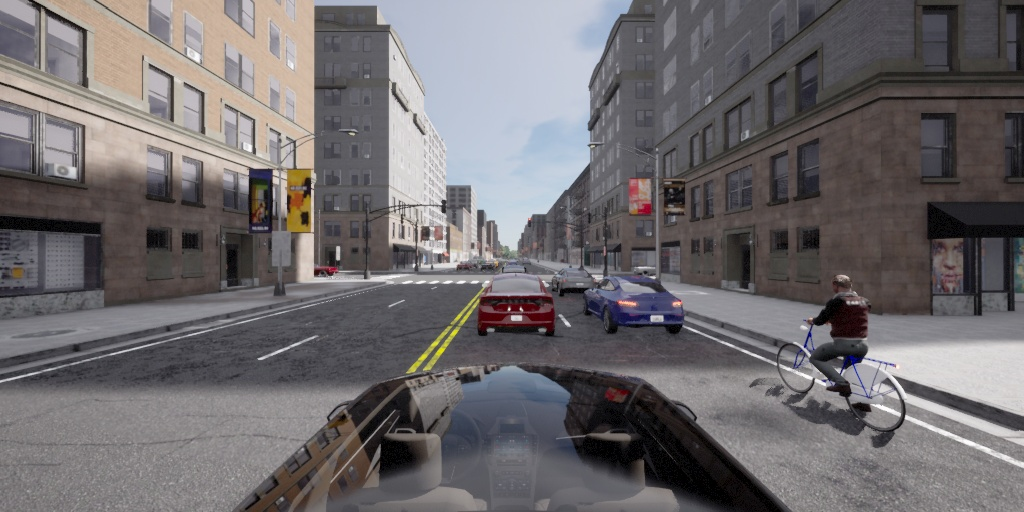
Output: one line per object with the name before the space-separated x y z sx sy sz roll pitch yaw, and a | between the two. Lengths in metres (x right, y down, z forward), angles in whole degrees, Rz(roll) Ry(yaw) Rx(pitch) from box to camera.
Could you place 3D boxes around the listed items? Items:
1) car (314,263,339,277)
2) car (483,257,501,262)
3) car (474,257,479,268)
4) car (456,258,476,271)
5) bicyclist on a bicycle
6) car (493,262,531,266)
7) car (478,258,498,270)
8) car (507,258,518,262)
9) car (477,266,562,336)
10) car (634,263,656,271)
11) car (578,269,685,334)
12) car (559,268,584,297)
car | -19.264 1.335 34.320 4.718 1.301 1.895 0 0 -2
car | -3.320 1.246 59.789 1.882 1.535 5.008 0 0 0
car | -6.574 1.274 59.451 1.837 1.490 4.892 0 0 0
car | -6.594 1.367 50.349 1.895 1.301 4.718 0 0 0
bicyclist on a bicycle | 4.147 1.121 4.704 0.659 1.776 1.843 0 0 0
car | 0.105 1.258 19.911 1.837 1.490 4.892 0 0 0
car | -3.333 1.367 50.397 1.895 1.301 4.718 0 0 0
car | 0.123 1.295 61.645 1.812 1.442 4.674 0 0 0
car | 0.104 1.229 10.428 1.882 1.535 5.008 0 0 0
car | 15.059 1.410 37.133 4.718 1.301 1.895 0 0 1
car | 3.348 1.277 10.564 1.812 1.442 4.674 0 0 0
car | 3.255 1.317 19.163 1.994 1.385 4.181 0 0 0
